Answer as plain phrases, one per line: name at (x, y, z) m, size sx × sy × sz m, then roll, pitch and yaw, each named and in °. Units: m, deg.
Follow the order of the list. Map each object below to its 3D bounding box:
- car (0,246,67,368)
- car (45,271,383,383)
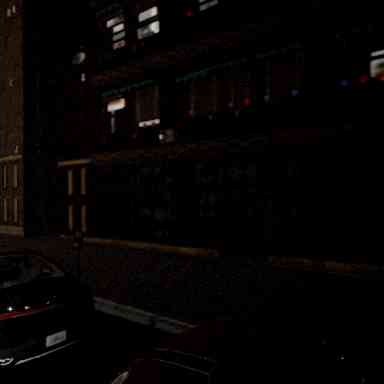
car at (-3.427, 1.554, 5.334) m, size 4.403 × 1.369 × 2.008 m, roll 0°, pitch -1°, yaw 36°
car at (1.183, 1.440, 2.047) m, size 4.097 × 1.590 × 1.967 m, roll 0°, pitch -1°, yaw 36°
